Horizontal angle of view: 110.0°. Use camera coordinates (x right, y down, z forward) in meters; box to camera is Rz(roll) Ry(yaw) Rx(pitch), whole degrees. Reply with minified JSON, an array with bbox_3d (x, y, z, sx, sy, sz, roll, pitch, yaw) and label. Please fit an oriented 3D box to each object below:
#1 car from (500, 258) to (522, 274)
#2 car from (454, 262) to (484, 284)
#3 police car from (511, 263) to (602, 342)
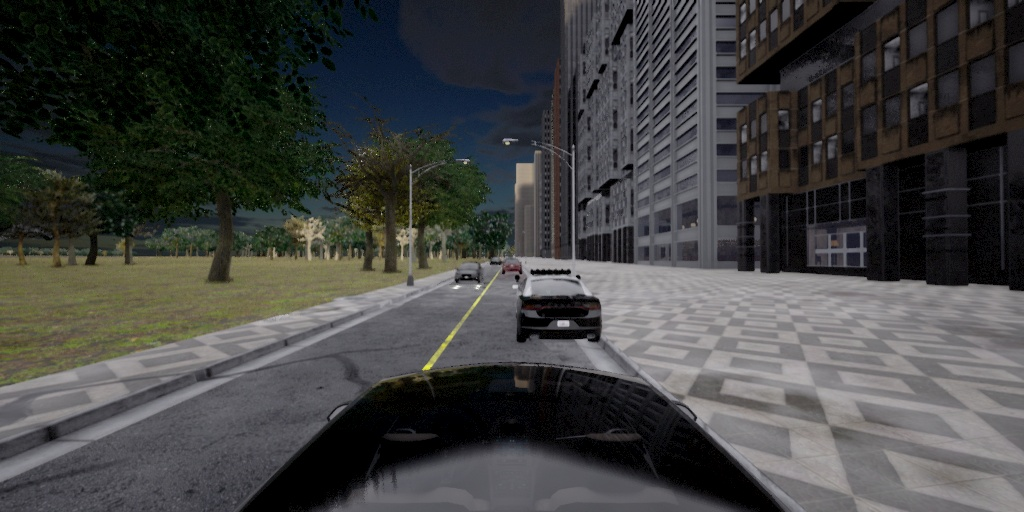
[{"bbox_3d":[0.018,1.035,39.644,2.097,1.767,4.553,0,0,0],"label":"car"},{"bbox_3d":[-3.139,1.219,27.072,1.837,1.490,4.892,0,0,0],"label":"car"},{"bbox_3d":[1.038,1.168,9.859,1.930,1.638,5.238,0,0,0],"label":"police car"}]
